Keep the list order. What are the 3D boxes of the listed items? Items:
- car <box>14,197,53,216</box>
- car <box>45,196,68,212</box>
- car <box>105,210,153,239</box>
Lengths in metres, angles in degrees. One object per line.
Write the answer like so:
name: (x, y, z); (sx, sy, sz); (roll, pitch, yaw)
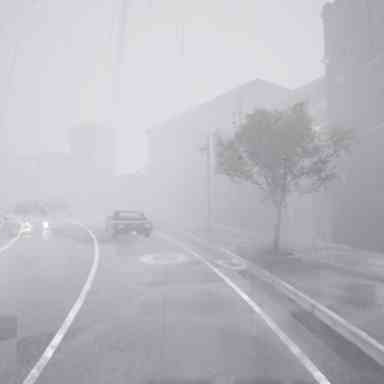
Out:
car: (-14.074, 1.367, 29.081); (1.895, 1.301, 4.718); (3, -1, -39)
car: (-15.013, 1.169, 35.590); (2.097, 1.767, 4.553); (3, -1, -43)
car: (-3.509, 1.628, 17.780); (1.895, 1.301, 4.718); (1, 0, -21)
